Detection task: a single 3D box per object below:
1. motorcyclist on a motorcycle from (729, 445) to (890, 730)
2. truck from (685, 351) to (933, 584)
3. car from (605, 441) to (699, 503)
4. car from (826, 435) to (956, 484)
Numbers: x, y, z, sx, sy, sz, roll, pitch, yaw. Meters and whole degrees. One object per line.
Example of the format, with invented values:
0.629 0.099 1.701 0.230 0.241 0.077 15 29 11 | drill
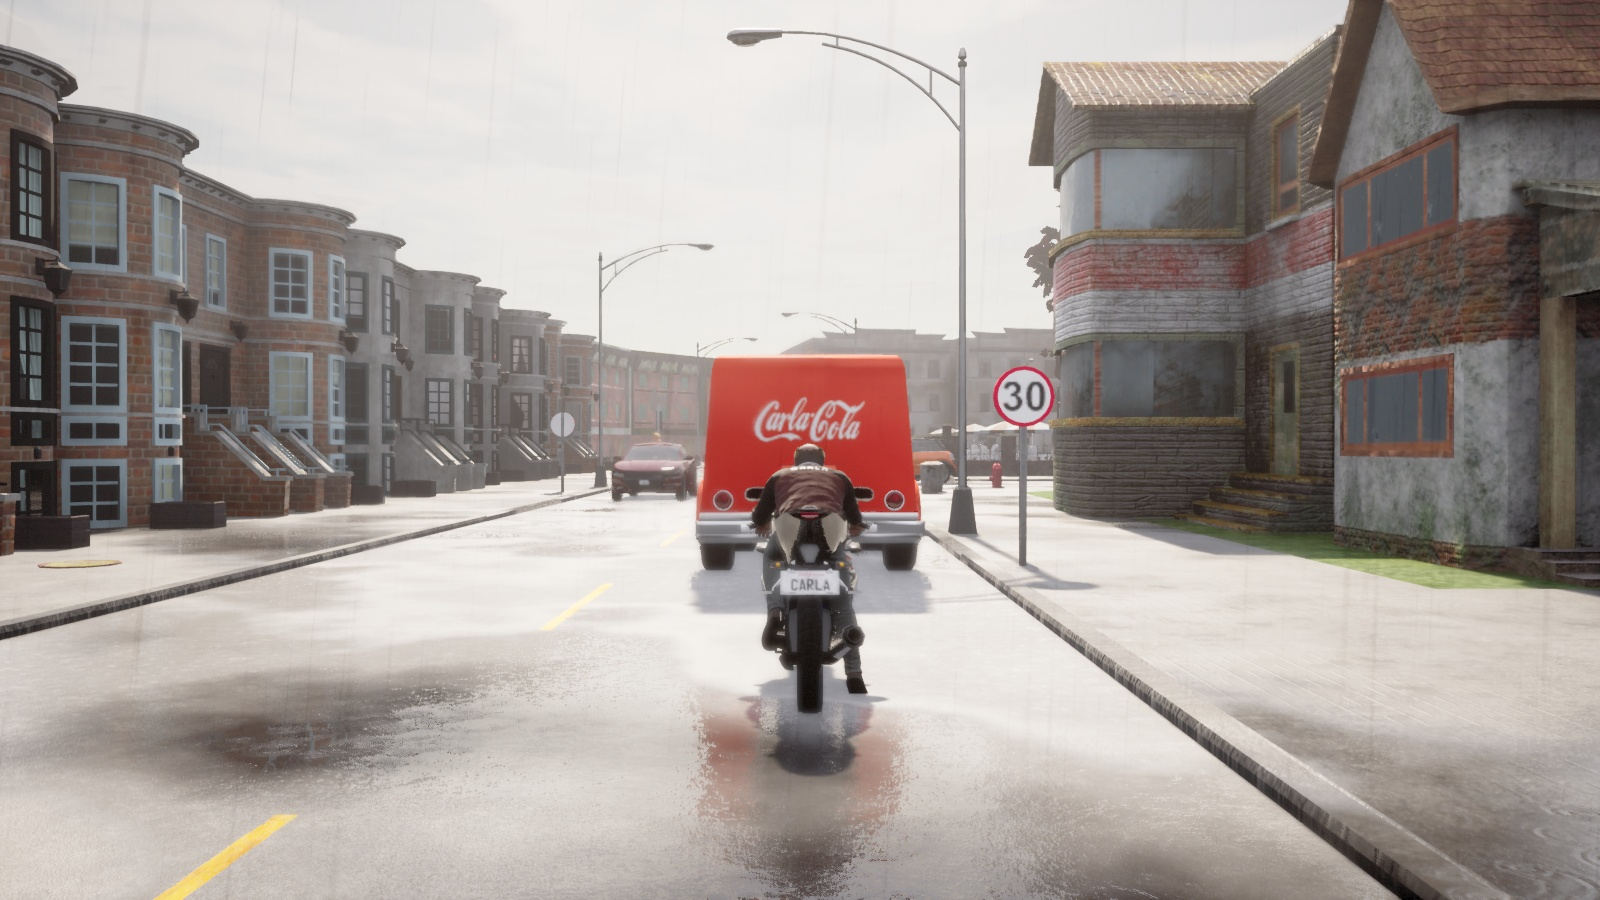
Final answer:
0.059 0.737 7.850 0.866 1.530 2.191 0 0 0 | motorcyclist on a motorcycle
0.105 0.170 15.910 2.627 2.467 5.204 0 0 0 | truck
-3.848 0.532 33.515 1.882 1.535 5.008 0 0 0 | car
3.309 0.346 46.315 4.553 1.767 2.097 0 0 -4 | car
